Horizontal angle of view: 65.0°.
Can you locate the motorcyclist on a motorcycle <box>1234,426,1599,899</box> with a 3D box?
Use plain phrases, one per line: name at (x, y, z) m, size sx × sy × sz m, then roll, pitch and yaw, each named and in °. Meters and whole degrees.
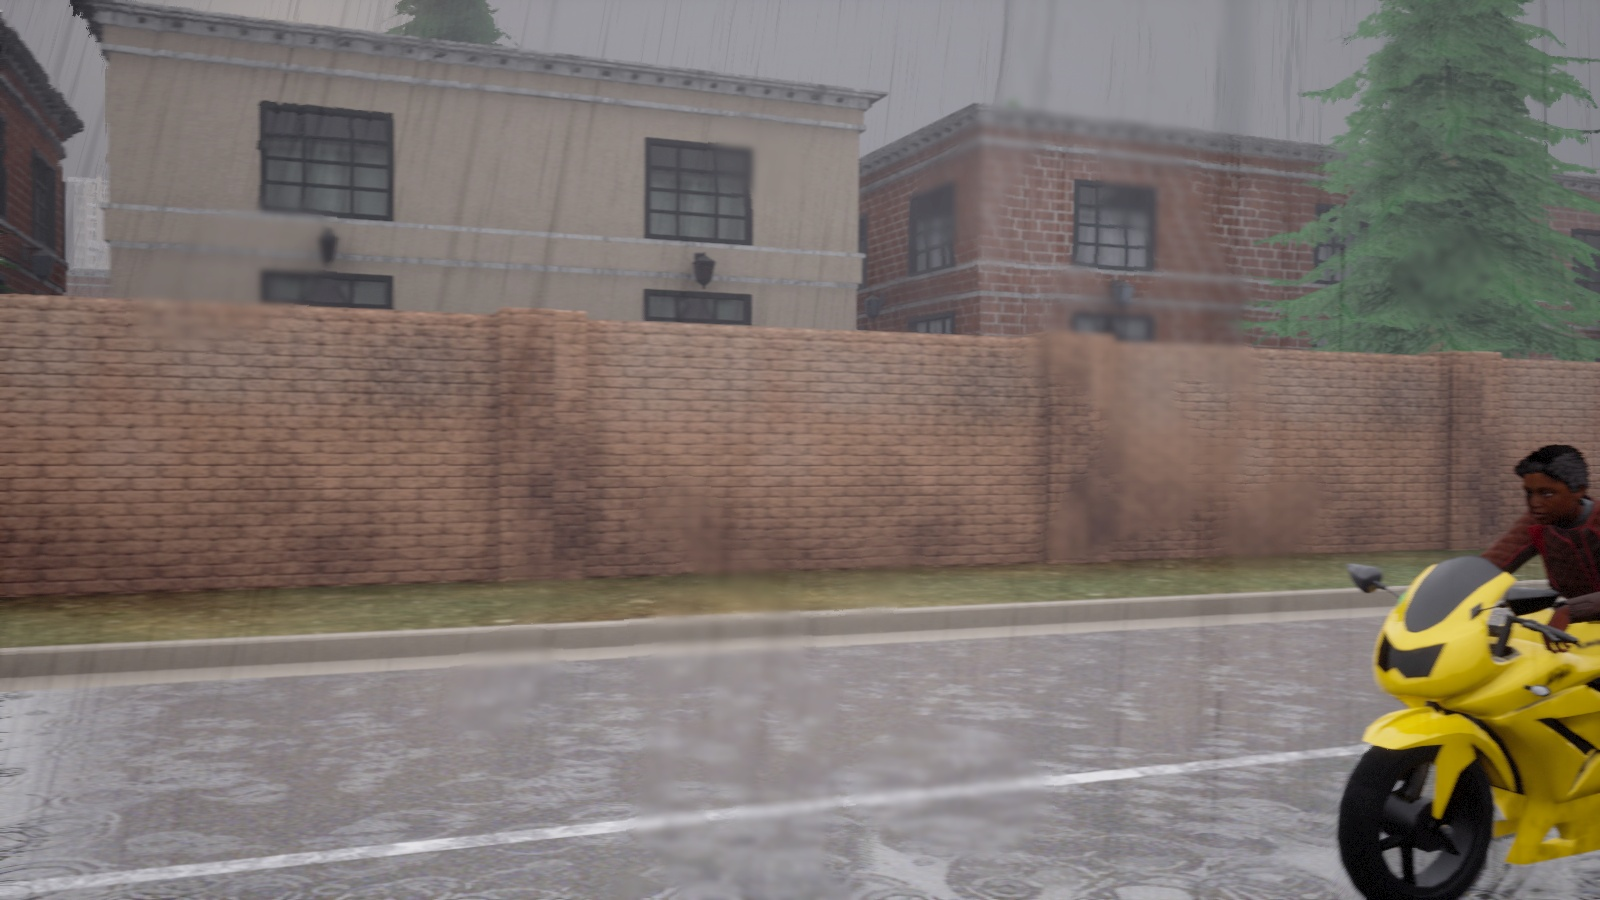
motorcyclist on a motorcycle at (2.560, 0.684, 4.211) m, size 2.044 × 1.523 × 0.797 m, roll -1°, pitch 1°, yaw -21°
